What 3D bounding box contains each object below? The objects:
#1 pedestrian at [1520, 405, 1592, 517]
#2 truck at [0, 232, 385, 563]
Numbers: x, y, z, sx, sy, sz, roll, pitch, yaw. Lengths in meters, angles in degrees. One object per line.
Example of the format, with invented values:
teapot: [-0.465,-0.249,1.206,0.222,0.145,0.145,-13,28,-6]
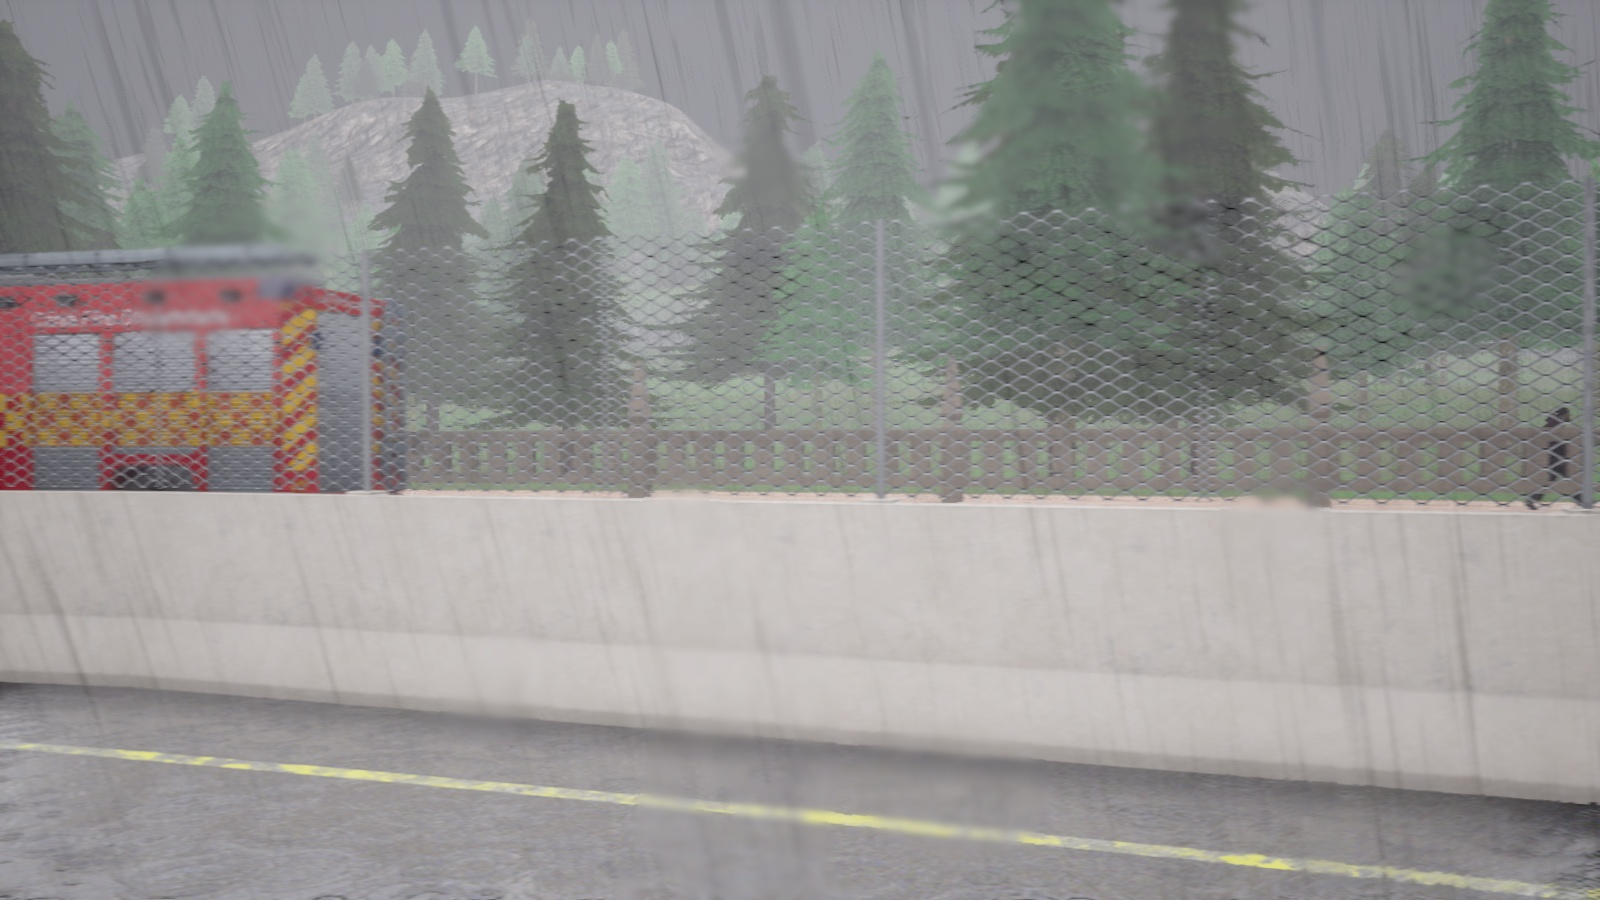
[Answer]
pedestrian: [12.699,0.180,21.109,0.899,1.844,0.634,1,1,19]
truck: [-10.169,-0.653,16.757,8.468,3.827,2.891,0,1,11]
